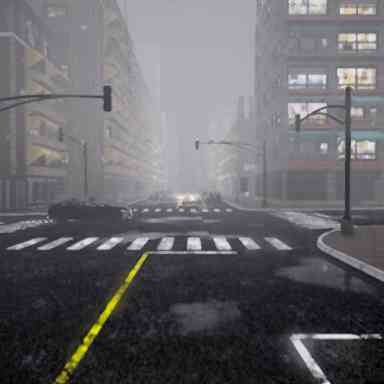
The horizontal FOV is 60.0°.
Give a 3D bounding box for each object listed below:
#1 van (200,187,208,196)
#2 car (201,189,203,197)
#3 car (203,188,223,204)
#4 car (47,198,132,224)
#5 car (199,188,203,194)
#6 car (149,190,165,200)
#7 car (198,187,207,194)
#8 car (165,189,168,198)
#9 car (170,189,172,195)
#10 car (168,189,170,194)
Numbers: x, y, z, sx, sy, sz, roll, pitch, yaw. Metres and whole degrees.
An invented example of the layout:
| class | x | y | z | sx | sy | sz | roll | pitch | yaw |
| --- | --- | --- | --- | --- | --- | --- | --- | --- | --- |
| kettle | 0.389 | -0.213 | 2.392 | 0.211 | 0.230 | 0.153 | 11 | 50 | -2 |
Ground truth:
| class | x | y | z | sx | sy | sz | roll | pitch | yaw |
| --- | --- | --- | --- | --- | --- | --- | --- | --- | --- |
| van | 2.689 | -0.131 | 73.592 | 1.690 | 1.788 | 3.998 | 0 | 1 | 0 |
| car | 2.689 | 0.626 | 45.930 | 2.008 | 1.369 | 4.403 | 0 | 1 | 0 |
| car | 2.690 | 0.626 | 40.395 | 1.967 | 1.590 | 4.097 | 0 | 1 | 0 |
| car | -6.094 | 1.093 | 20.022 | 4.902 | 1.511 | 2.128 | 0 | 1 | 0 |
| car | 2.689 | 0.327 | 62.530 | 1.802 | 1.307 | 4.206 | 0 | 1 | 0 |
| car | -5.692 | 0.516 | 51.463 | 2.008 | 1.369 | 4.403 | 0 | 1 | 0 |
| car | 2.688 | -0.373 | 84.657 | 2.192 | 1.841 | 5.009 | 0 | 1 | 0 |
| car | -5.692 | 0.437 | 56.997 | 1.802 | 1.307 | 4.206 | 0 | 1 | 0 |
| car | -5.693 | -0.036 | 79.129 | 1.887 | 1.381 | 4.507 | 0 | 1 | 0 |
| car | -5.692 | 0.311 | 62.531 | 1.947 | 1.339 | 4.313 | 0 | 1 | 0 |
